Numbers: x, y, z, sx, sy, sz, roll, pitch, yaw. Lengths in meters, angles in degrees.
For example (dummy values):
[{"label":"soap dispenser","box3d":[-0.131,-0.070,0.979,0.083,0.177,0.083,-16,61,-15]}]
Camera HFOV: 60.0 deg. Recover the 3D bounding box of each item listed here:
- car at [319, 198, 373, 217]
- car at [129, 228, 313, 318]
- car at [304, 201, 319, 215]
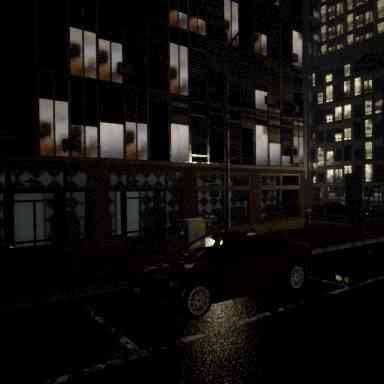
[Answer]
[{"label":"car","box3d":[13.451,1.491,29.784,1.895,1.301,4.718,-1,1,-36]},{"label":"car","box3d":[0.815,1.543,7.361,4.507,1.381,1.887,0,-1,-36]},{"label":"car","box3d":[9.220,1.451,31.326,2.008,1.369,4.403,-1,1,-35]}]
